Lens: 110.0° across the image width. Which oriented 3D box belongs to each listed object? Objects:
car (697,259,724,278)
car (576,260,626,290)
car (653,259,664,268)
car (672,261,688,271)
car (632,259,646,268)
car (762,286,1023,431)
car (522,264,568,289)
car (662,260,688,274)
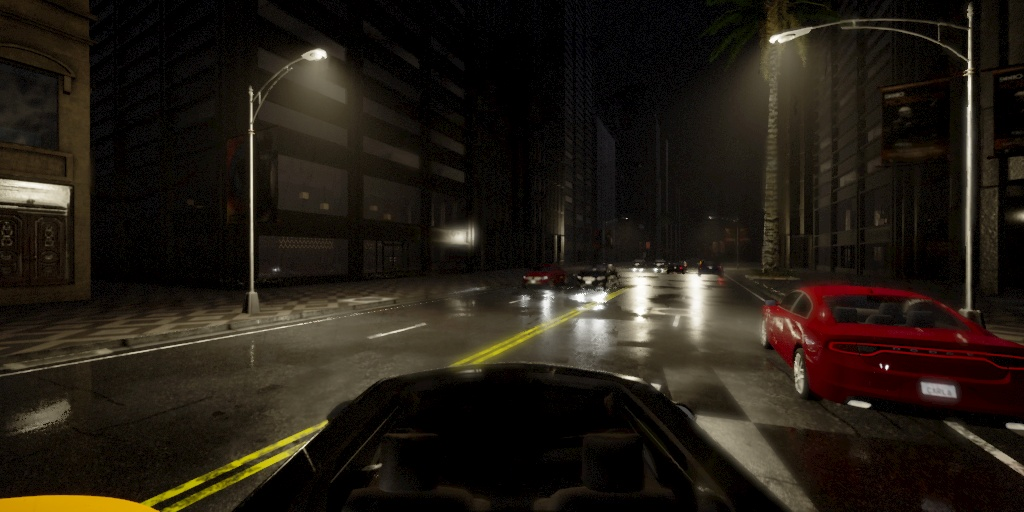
[{"bbox_3d":[19.310,1.116,34.948,2.097,1.767,4.553,0,0,27],"label":"car"},{"bbox_3d":[5.502,1.246,22.743,2.128,1.511,4.902,0,0,27],"label":"car"},{"bbox_3d":[24.807,1.281,60.099,2.128,1.511,4.902,0,0,28],"label":"car"},{"bbox_3d":[23.566,1.379,50.266,1.895,1.301,4.718,0,0,27],"label":"car"},{"bbox_3d":[21.674,1.280,61.121,2.128,1.511,4.902,0,0,28],"label":"car"},{"bbox_3d":[5.517,1.228,5.880,1.882,1.535,5.008,0,0,27],"label":"car"},{"bbox_3d":[2.331,1.280,23.684,1.812,1.442,4.674,0,0,27],"label":"car"},{"bbox_3d":[18.673,1.315,40.771,2.033,1.411,5.357,0,0,27],"label":"car"}]
